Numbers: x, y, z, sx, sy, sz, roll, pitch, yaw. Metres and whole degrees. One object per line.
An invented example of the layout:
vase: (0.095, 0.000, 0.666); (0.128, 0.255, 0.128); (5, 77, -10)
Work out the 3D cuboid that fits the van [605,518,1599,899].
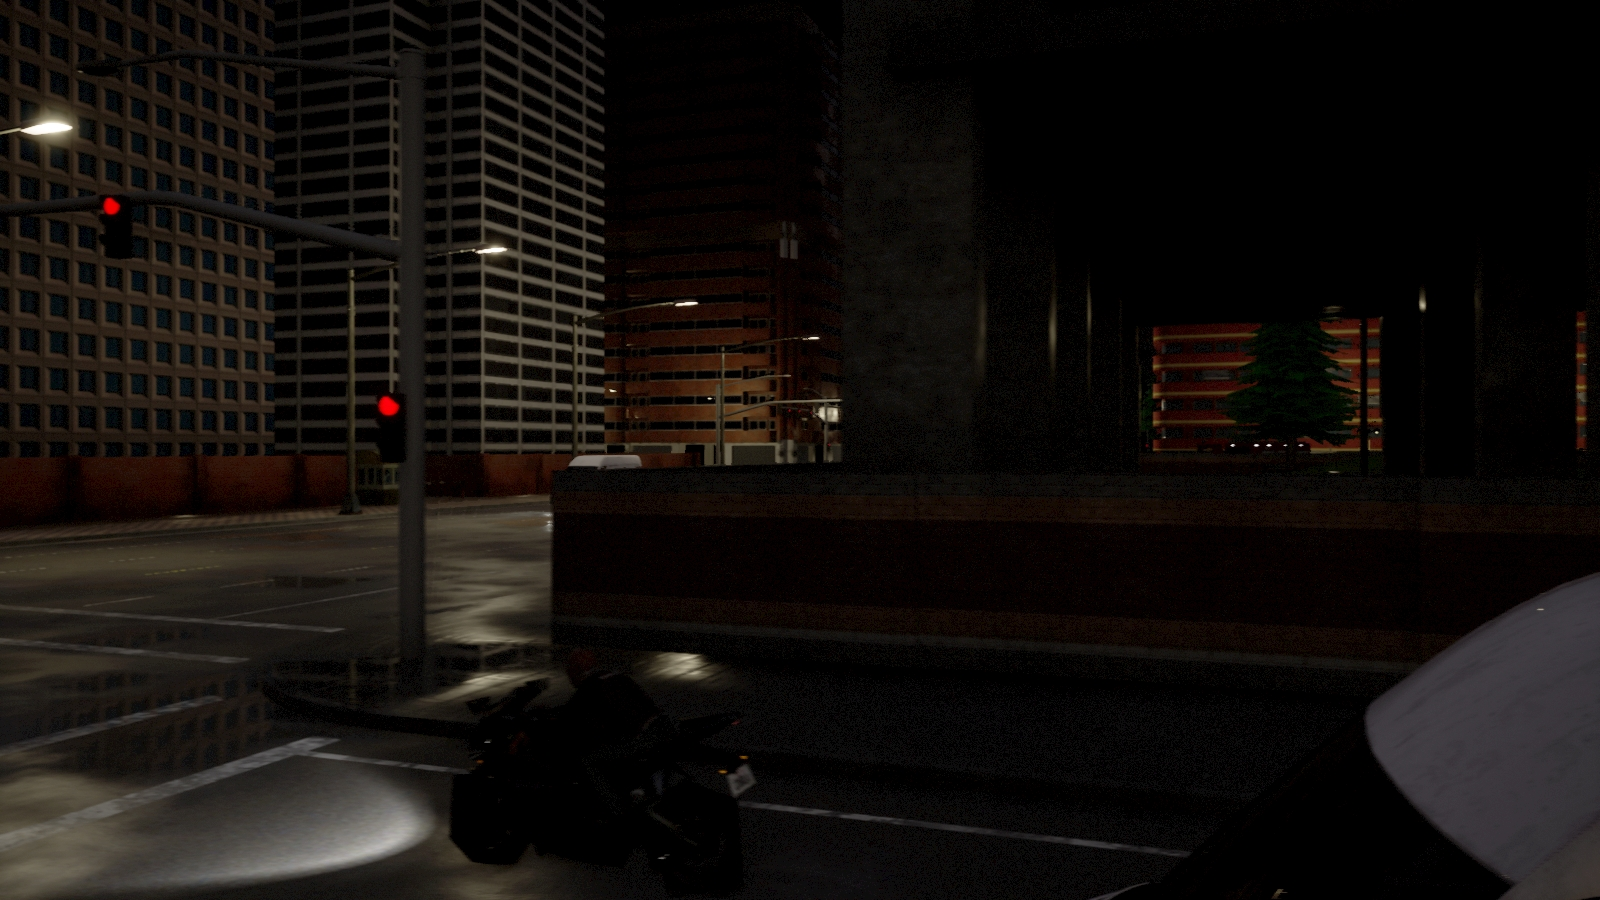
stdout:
van: (2.713, 1.534, 2.309); (5.915, 2.561, 1.988); (0, 0, 20)
